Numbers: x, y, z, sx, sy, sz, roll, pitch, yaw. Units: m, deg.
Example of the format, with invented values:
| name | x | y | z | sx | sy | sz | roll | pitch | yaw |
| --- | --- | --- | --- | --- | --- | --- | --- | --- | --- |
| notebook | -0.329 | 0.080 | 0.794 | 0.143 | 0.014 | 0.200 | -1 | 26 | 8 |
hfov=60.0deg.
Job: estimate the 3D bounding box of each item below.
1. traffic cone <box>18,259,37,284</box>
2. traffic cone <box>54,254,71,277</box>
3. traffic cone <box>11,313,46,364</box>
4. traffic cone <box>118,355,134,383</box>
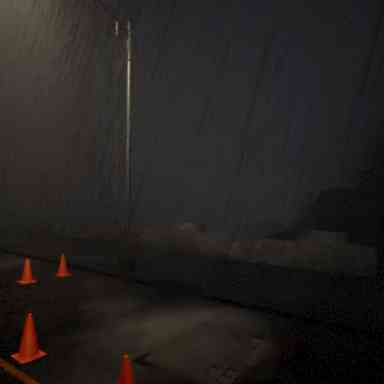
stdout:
| name | x | y | z | sx | sy | sz | roll | pitch | yaw |
| --- | --- | --- | --- | --- | --- | --- | --- | --- | --- |
| traffic cone | -4.285 | 2.051 | 8.681 | 0.340 | 0.580 | 0.340 | 0 | -1 | 37 |
| traffic cone | -3.684 | 2.068 | 9.480 | 0.340 | 0.580 | 0.340 | 0 | -1 | 37 |
| traffic cone | -2.290 | 2.010 | 4.678 | 0.340 | 0.580 | 0.340 | 0 | -1 | 37 |
| traffic cone | -0.691 | 2.007 | 3.476 | 0.340 | 0.580 | 0.340 | 0 | -1 | 37 |
